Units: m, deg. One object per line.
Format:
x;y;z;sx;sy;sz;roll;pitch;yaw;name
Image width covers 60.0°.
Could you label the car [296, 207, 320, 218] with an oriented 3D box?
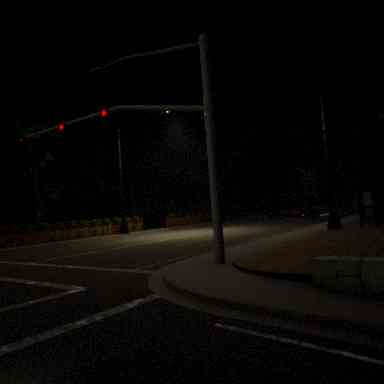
15.494;2.675;44.228;1.895;1.301;4.718;-6;-4;37;car
